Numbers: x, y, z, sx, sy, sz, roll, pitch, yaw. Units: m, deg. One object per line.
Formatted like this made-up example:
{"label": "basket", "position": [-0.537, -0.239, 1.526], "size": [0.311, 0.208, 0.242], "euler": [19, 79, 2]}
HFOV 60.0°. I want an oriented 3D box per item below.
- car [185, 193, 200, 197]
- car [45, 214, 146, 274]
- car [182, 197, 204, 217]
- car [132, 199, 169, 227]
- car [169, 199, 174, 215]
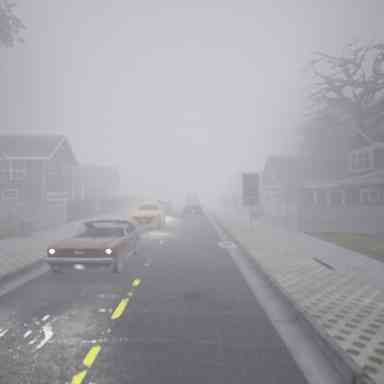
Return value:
{"label": "car", "position": [0.103, 1.226, 51.736], "size": [2.150, 2.045, 5.566], "euler": [0, 0, 0]}
{"label": "car", "position": [-2.846, 1.591, 10.623], "size": [1.895, 1.301, 4.718], "euler": [0, 0, 0]}
{"label": "car", "position": [0.100, 1.505, 31.156], "size": [1.812, 1.442, 4.674], "euler": [0, 0, 0]}
{"label": "car", "position": [-2.850, 1.458, 22.531], "size": [1.882, 1.535, 5.008], "euler": [0, 0, 0]}
{"label": "car", "position": [-2.820, 1.473, 33.762], "size": [2.128, 1.511, 4.902], "euler": [0, 0, 0]}
